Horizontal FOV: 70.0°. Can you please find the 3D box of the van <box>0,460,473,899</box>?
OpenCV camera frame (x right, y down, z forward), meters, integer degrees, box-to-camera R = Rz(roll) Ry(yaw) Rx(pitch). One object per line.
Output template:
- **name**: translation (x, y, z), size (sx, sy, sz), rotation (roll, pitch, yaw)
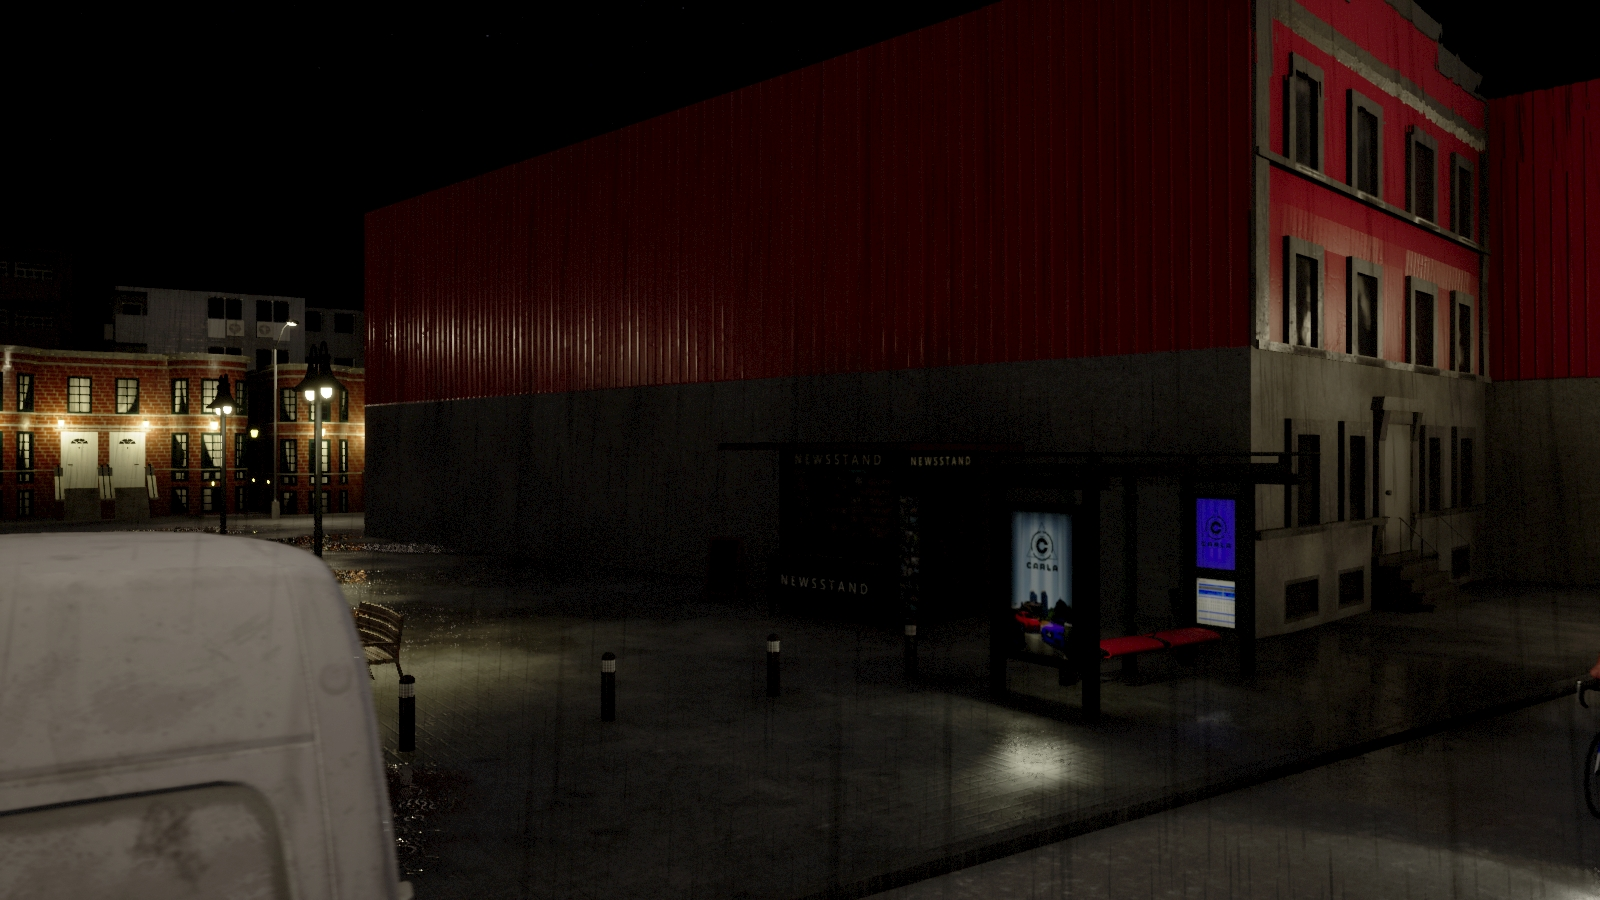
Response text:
- **van**: translation (-3.753, 1.315, 1.776), size (5.915, 2.561, 1.988), rotation (0, 0, -35)
